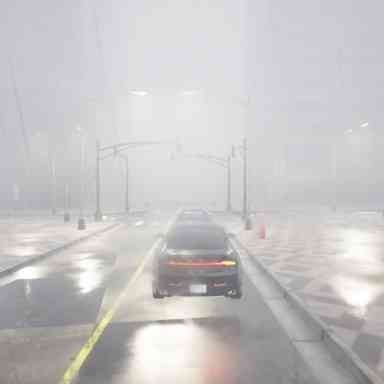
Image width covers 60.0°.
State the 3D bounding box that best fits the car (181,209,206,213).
[{"bbox_3d":[0.062,1.557,17.340,1.994,1.385,4.181,0,0,1],"label":"car"}]

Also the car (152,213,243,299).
[{"bbox_3d":[0.101,1.502,8.437,1.837,1.490,4.892,0,0,0],"label":"car"}]
